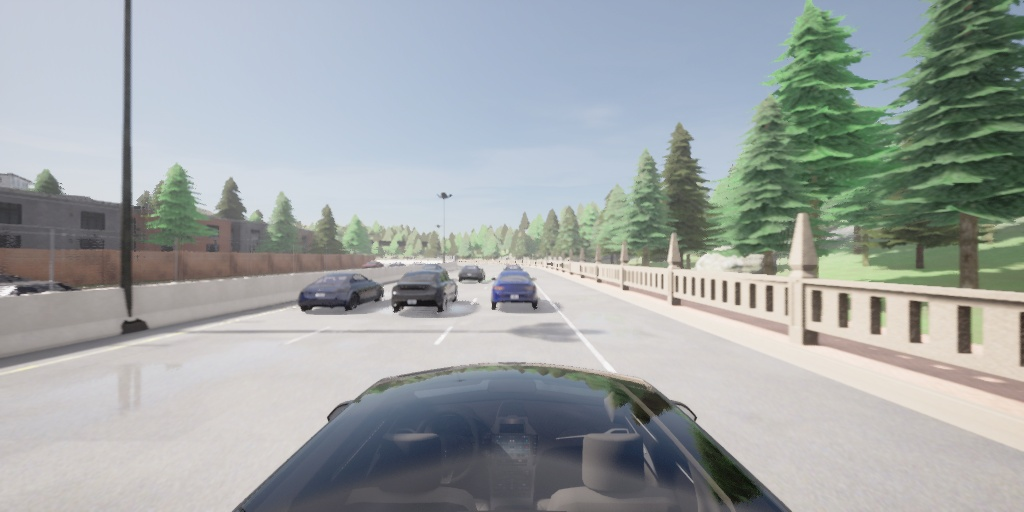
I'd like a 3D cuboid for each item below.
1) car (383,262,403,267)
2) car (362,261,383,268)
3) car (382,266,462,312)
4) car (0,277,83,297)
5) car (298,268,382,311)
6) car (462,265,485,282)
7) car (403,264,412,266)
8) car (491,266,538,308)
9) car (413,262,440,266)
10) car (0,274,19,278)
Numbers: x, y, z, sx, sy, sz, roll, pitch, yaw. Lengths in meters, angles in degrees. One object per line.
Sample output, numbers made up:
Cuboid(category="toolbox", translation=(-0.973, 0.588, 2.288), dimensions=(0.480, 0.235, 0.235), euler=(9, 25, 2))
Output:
Cuboid(category="car", translation=(-17.534, 1.593, 54.536), dimensions=(1.994, 1.385, 4.181), euler=(0, 0, 0))
Cuboid(category="car", translation=(-21.031, 1.506, 54.367), dimensions=(1.882, 1.535, 5.008), euler=(0, 0, 0))
Cuboid(category="car", translation=(-3.395, 1.323, 14.598), dimensions=(1.837, 1.490, 4.892), euler=(0, 0, 0))
Cuboid(category="car", translation=(-14.097, 1.394, 9.819), dimensions=(1.895, 1.301, 4.718), euler=(0, 0, 0))
Cuboid(category="car", translation=(-6.896, 1.384, 14.897), dimensions=(1.994, 1.385, 4.181), euler=(0, 0, 0))
Cuboid(category="car", translation=(-3.390, 1.467, 30.703), dimensions=(1.994, 1.385, 4.181), euler=(0, 0, 0))
Cuboid(category="car", translation=(-14.022, 1.570, 53.280), dimensions=(2.033, 1.411, 5.357), euler=(0, 0, 1))
Cuboid(category="car", translation=(0.090, 1.348, 15.456), dimensions=(1.812, 1.442, 4.674), euler=(0, 0, 0))
Cuboid(category="car", translation=(-6.903, 1.432, 31.239), dimensions=(1.812, 1.442, 4.674), euler=(0, 0, 0))
Cuboid(category="car", translation=(-17.597, 1.305, 11.048), dimensions=(1.837, 1.490, 4.892), euler=(0, 0, 0))
